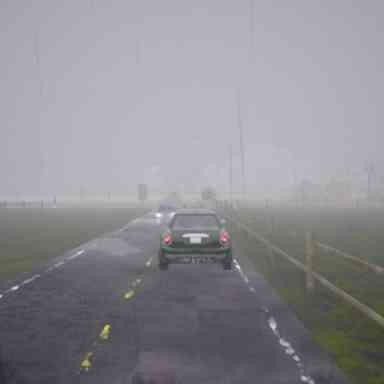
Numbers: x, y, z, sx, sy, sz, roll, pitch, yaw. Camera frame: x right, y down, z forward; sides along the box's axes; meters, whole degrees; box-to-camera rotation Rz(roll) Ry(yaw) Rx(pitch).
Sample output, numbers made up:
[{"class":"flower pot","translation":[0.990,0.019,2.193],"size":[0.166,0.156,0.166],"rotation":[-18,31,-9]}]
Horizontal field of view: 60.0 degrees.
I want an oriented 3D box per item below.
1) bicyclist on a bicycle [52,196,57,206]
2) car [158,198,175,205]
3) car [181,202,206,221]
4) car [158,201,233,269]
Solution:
[{"class":"bicyclist on a bicycle","translation":[-22.505,1.468,54.480],"size":[0.582,1.620,1.656],"rotation":[0,0,0]},{"class":"car","translation":[-2.748,1.463,38.036],"size":[1.882,1.535,5.008],"rotation":[0,0,0]},{"class":"car","translation":[0.101,1.580,27.687],"size":[1.895,1.301,4.718],"rotation":[0,0,0]},{"class":"car","translation":[0.100,1.343,11.257],"size":[2.097,1.767,4.553],"rotation":[0,0,0]}]
